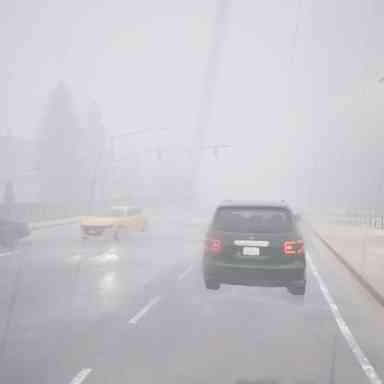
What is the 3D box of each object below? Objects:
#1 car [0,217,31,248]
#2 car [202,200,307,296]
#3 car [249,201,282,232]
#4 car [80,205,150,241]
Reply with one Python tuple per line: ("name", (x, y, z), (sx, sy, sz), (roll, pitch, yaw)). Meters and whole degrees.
("car", (-8.480, 1.550, 12.375), (2.033, 1.411, 5.357), (0, 0, 14))
("car", (1.723, 1.212, 8.919), (2.150, 2.045, 5.566), (0, 0, 13))
("car", (4.777, 1.453, 21.362), (1.882, 1.535, 5.008), (0, 0, 14))
("car", (-3.732, 1.469, 16.920), (1.882, 1.535, 5.008), (0, 0, 14))
